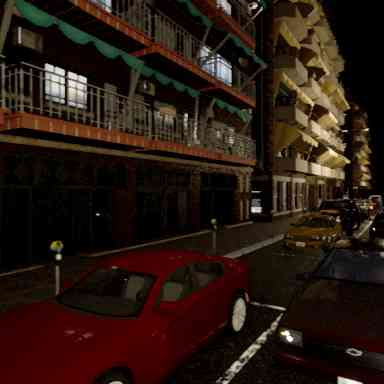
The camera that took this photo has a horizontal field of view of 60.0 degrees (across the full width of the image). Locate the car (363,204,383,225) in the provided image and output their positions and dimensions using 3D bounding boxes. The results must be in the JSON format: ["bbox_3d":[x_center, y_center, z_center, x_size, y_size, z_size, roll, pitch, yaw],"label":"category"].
[{"bbox_3d":[9.956,1.548,16.465,2.033,1.411,5.357,0,0,32],"label":"car"}]

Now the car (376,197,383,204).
[{"bbox_3d":[37.395,1.615,65.490,1.947,1.339,4.313,0,0,32],"label":"car"}]

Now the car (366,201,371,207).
[{"bbox_3d":[11.049,1.553,23.302,2.008,1.369,4.403,0,0,32],"label":"car"}]

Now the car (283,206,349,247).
[{"bbox_3d":[5.104,1.525,13.784,1.752,1.417,4.829,0,0,32],"label":"car"}]

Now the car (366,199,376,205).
[{"bbox_3d":[13.977,1.555,27.990,2.008,1.369,4.403,0,0,32],"label":"car"}]

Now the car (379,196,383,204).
[{"bbox_3d":[22.758,1.561,42.052,1.887,1.381,4.507,0,0,32],"label":"car"}]

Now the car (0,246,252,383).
[{"bbox_3d":[-0.661,1.544,4.552,1.887,1.381,4.507,0,0,32],"label":"car"}]

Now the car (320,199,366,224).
[{"bbox_3d":[8.119,1.316,18.615,2.192,1.841,5.009,0,0,32],"label":"car"}]

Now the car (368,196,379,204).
[{"bbox_3d":[16.903,1.447,32.677,1.967,1.590,4.097,0,0,32],"label":"car"}]

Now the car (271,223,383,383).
[{"bbox_3d":[3.037,1.547,5.566,2.033,1.411,5.357,0,0,32],"label":"car"}]

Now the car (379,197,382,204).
[{"bbox_3d":[19.831,1.577,37.365,1.947,1.339,4.313,0,0,32],"label":"car"}]
